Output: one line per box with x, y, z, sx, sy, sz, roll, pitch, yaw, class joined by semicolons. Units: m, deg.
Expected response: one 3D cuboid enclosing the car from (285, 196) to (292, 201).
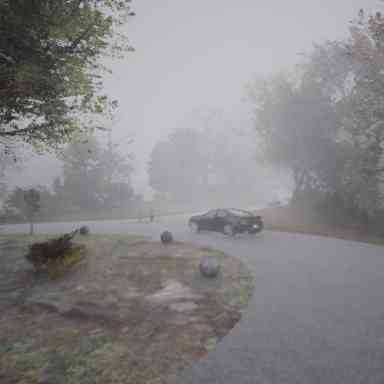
25.191;1.588;86.218;1.895;1.301;4.718;-1;2;20;car

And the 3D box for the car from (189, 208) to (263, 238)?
1.822;1.680;19.430;1.882;1.535;5.008;1;-1;-37;car

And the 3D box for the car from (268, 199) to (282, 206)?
16.299;2.058;65.519;2.033;1.411;5.357;-2;0;26;car
